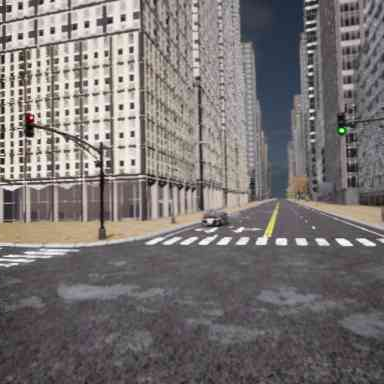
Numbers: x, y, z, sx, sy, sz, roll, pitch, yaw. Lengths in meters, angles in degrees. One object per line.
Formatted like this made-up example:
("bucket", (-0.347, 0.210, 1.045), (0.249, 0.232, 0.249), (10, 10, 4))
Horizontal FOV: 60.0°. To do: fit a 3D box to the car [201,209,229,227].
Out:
("car", (2.123, 2.289, 30.201), (2.128, 1.511, 4.902), (-2, -1, 15))
